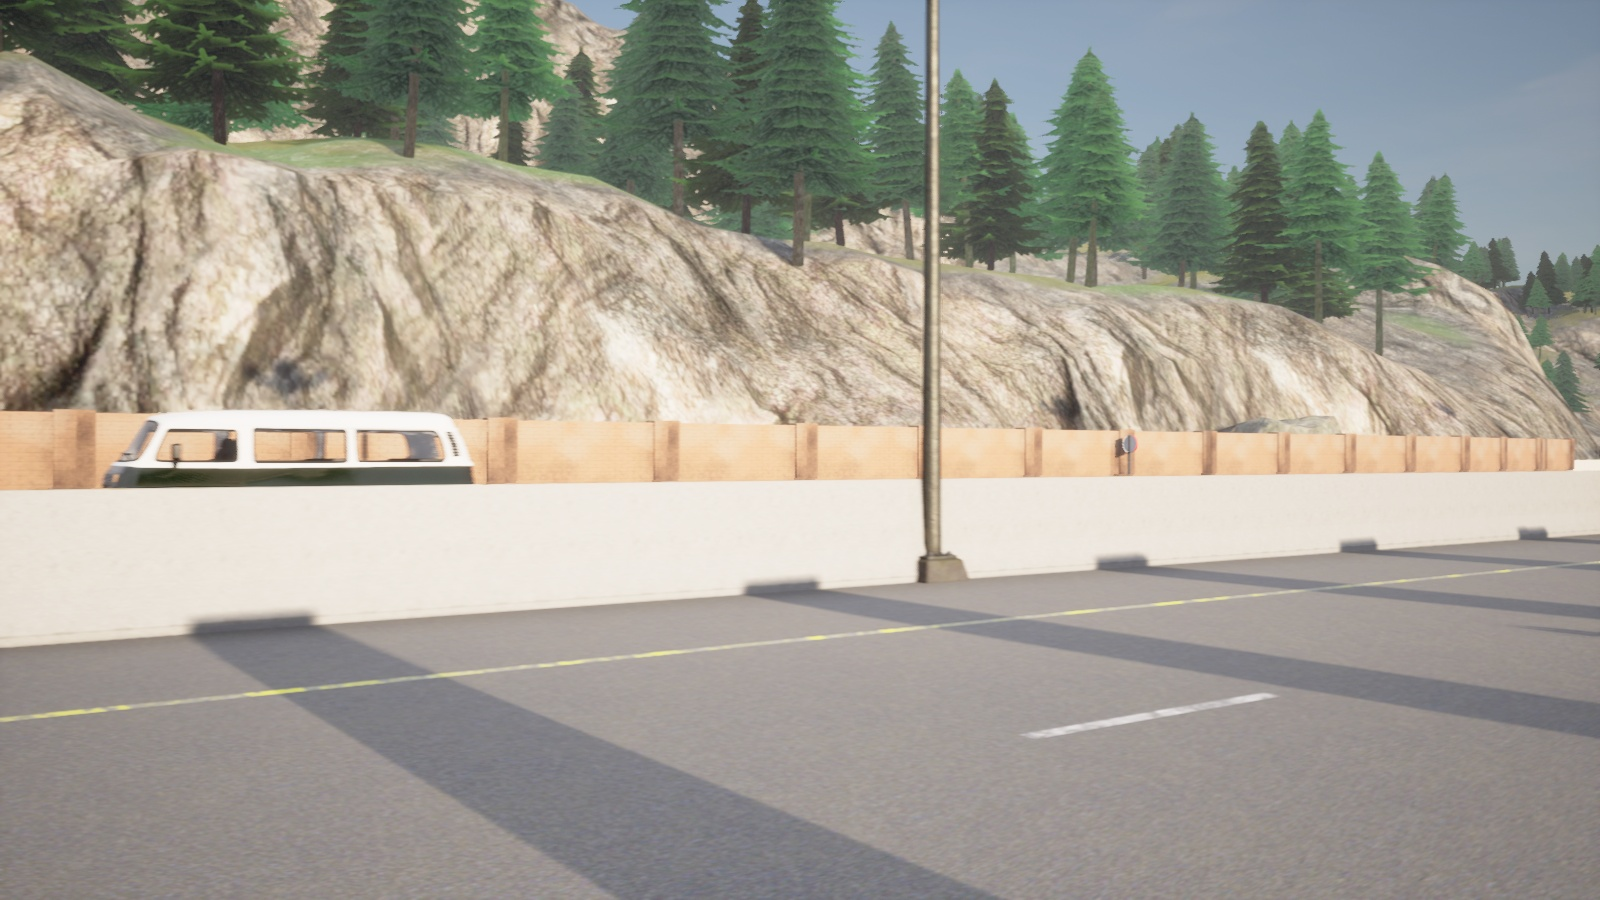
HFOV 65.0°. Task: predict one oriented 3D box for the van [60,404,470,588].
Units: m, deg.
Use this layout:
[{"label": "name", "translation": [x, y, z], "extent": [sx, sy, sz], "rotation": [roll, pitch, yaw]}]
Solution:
[{"label": "van", "translation": [-6.752, 0.523, 16.012], "extent": [4.480, 2.038, 2.069], "rotation": [0, 0, -35]}]
